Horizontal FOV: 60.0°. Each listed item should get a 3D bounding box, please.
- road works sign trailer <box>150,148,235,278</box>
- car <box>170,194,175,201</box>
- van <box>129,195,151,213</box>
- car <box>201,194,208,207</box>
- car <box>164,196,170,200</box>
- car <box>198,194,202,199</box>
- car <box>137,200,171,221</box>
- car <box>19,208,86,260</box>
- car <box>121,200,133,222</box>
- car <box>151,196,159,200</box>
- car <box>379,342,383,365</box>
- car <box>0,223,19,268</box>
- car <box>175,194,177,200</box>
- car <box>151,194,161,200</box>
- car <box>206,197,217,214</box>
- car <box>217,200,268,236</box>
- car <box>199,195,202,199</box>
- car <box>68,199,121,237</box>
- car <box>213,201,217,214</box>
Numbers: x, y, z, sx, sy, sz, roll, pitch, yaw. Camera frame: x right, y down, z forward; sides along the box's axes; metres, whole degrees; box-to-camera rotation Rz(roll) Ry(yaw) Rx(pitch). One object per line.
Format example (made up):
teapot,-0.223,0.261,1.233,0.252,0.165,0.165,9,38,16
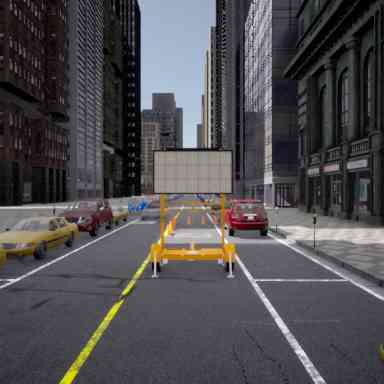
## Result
road works sign trailer,0.026,0.464,10.151,2.380,3.560,2.880,0,0,0
car,-5.571,1.607,74.658,1.947,1.339,4.313,0,0,0
van,-5.674,1.349,35.173,1.690,1.788,3.998,0,0,0
car,2.895,1.461,52.077,1.967,1.590,4.097,0,0,0
car,-5.616,1.341,57.735,2.192,1.841,5.009,0,0,0
car,2.969,1.590,80.281,1.887,1.381,4.507,0,0,0
car,-2.929,1.604,26.873,1.895,1.301,4.718,0,0,0
car,-5.733,1.525,12.440,1.752,1.417,4.829,0,0,0
car,-5.703,1.528,23.721,1.752,1.417,4.829,0,0,0
car,-5.659,1.562,40.813,2.008,1.369,4.403,0,0,0
car,2.764,1.525,1.484,1.752,1.417,4.829,0,0,0
car,-5.747,1.525,6.799,1.752,1.417,4.829,0,0,0
car,-5.541,1.601,85.939,2.008,1.369,4.403,0,0,0
car,-5.645,1.331,46.454,2.192,1.841,5.009,0,0,0
car,2.852,1.559,35.157,2.008,1.369,4.403,0,0,0
car,2.807,1.316,18.235,2.192,1.841,5.009,0,0,0
car,2.925,1.597,63.359,1.947,1.339,4.313,0,0,0
car,-5.718,1.316,18.250,2.192,1.841,5.009,0,0,0
car,2.822,1.553,23.876,2.008,1.369,4.403,0,0,0
